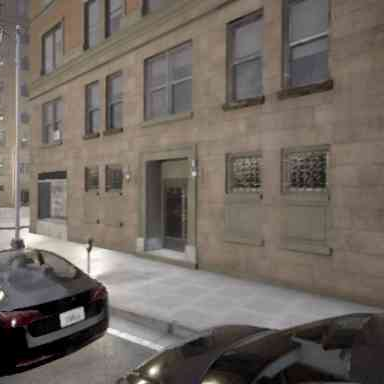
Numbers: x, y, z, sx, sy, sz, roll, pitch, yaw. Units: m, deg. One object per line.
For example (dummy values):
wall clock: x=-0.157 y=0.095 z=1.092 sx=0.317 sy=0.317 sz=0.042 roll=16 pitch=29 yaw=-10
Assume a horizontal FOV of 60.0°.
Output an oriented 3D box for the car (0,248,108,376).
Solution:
car: x=-3.173 y=1.588 z=5.330 sx=4.313 sy=1.339 sz=1.947 roll=0 pitch=0 yaw=35

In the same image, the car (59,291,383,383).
car: x=1.314 y=1.566 z=2.137 sx=4.313 sy=1.339 sz=1.947 roll=0 pitch=0 yaw=35
